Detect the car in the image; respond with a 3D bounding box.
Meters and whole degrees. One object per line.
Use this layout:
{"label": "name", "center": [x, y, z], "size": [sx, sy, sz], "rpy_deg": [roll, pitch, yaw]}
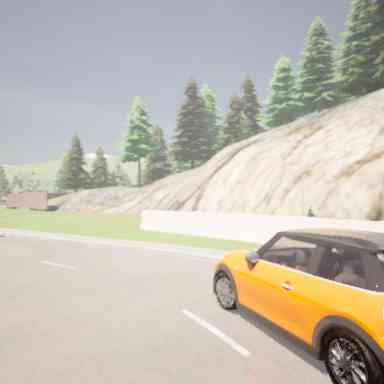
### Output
{"label": "car", "center": [2.067, 1.374, 5.490], "size": [2.097, 1.767, 4.553], "rpy_deg": [-1, 0, -21]}
